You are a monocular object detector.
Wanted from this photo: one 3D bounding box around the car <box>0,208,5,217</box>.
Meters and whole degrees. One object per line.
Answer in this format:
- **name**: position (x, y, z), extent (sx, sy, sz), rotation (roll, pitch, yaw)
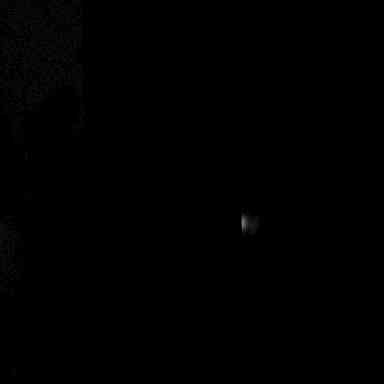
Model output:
- **car**: position (-15.466, 1.414, 22.558), extent (1.895, 1.301, 4.718), rotation (-2, 0, 35)
